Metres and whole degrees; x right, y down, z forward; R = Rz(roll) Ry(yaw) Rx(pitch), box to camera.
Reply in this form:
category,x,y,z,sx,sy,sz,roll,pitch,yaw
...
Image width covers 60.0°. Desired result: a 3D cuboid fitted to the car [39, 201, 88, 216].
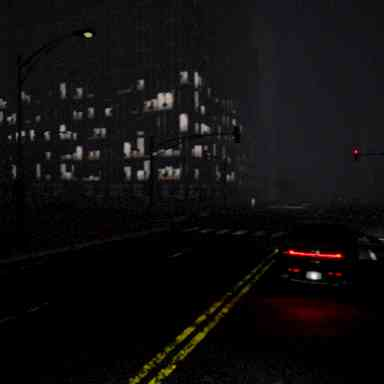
category,x,y,z,sx,sy,sz,roll,pitch,yaw
car,-11.709,1.474,30.987,4.313,1.339,1.947,1,0,25

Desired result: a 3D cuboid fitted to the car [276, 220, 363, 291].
category,x,y,z,sx,sy,sz,roll,pitch,yaw
car,3.586,1.553,9.343,1.837,1.490,4.892,0,0,24

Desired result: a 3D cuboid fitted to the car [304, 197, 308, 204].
category,x,y,z,sx,sy,sz,roll,pitch,yaw
car,24.126,1.841,72.062,1.812,1.442,4.674,0,0,24

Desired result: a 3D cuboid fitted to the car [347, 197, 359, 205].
category,x,y,z,sx,sy,sz,roll,pitch,yaw
car,32.330,1.883,66.499,2.033,1.411,5.357,0,0,24

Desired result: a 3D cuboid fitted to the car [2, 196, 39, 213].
category,x,y,z,sx,sy,sz,roll,pitch,yaw
car,-16.856,1.418,33.402,4.206,1.307,1.802,1,0,25

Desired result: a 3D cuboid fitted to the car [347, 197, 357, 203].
category,x,y,z,sx,sy,sz,roll,pitch,yaw
car,36.532,1.778,76.034,1.994,1.385,4.181,0,0,24

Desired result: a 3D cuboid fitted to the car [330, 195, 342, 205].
category,x,y,z,sx,sy,sz,roll,pitch,yaw
car,29.370,1.557,67.840,2.150,2.045,5.566,0,0,24

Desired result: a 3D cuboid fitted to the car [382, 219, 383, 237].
category,x,y,z,sx,sy,sz,roll,pitch,yaw
car,9.102,1.583,13.646,2.128,1.511,4.902,0,0,24

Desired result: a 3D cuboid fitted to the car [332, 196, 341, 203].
category,x,y,z,sx,sy,sz,roll,pitch,yaw
car,33.559,1.691,77.345,1.882,1.535,5.008,0,0,24

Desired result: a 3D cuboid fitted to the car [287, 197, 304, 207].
category,x,y,z,sx,sy,sz,roll,pitch,yaw
car,17.855,1.784,57.967,1.812,1.442,4.674,0,0,24
